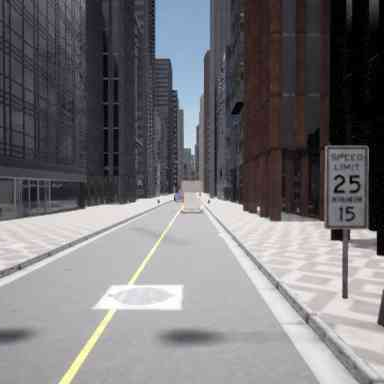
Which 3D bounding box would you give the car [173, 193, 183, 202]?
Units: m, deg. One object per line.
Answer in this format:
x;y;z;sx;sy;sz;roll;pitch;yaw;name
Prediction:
-3.000;1.184;75.932;2.150;2.045;5.566;0;0;0;car

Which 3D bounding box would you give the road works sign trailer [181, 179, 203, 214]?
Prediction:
0.007;0.444;35.581;2.380;3.560;2.880;0;-1;0;road works sign trailer
